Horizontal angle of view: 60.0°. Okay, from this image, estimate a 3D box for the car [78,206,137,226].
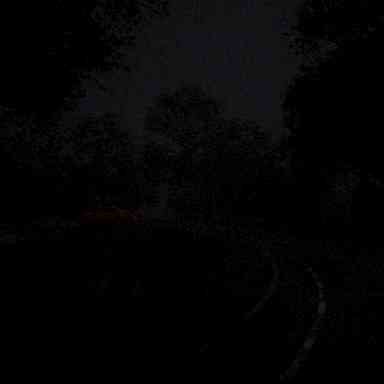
[{"bbox_3d":[-7.092,1.969,27.894,5.008,1.535,1.882,-1,-2,13],"label":"car"}]
